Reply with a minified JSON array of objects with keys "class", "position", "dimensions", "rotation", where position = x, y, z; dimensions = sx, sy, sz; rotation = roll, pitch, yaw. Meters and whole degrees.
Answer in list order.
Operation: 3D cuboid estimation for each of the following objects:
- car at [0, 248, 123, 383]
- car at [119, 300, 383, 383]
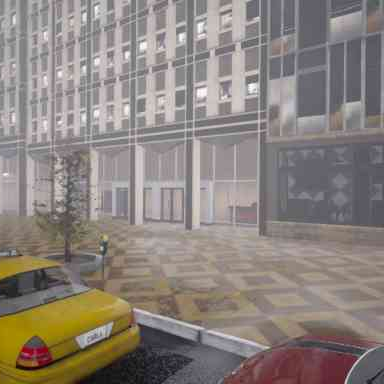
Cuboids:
[{"class":"car","position":[-2.931,1.524,4.953],"dimensions":[4.829,1.417,1.752],"rotation":[0,1,35]},{"class":"car","position":[1.835,1.440,1.556],"dimensions":[4.097,1.590,1.967],"rotation":[0,1,35]}]
